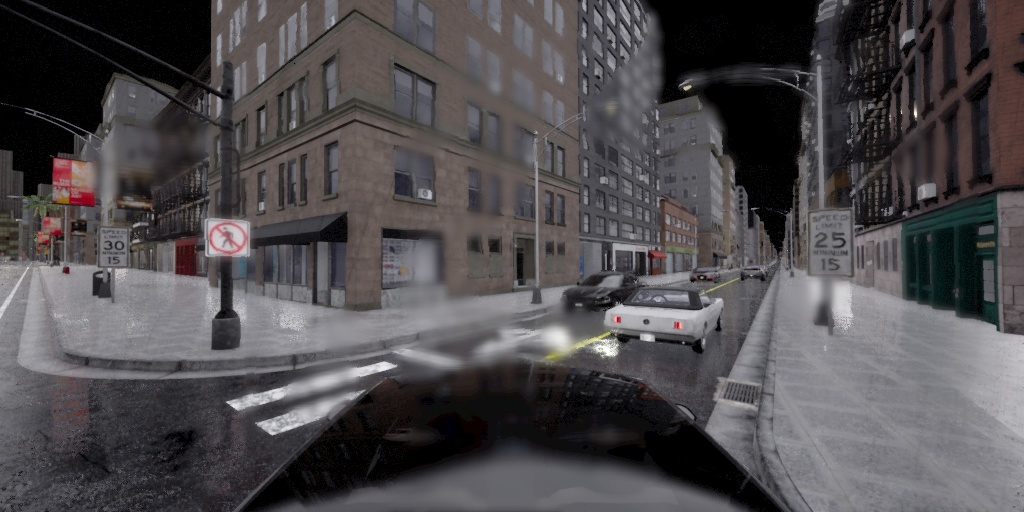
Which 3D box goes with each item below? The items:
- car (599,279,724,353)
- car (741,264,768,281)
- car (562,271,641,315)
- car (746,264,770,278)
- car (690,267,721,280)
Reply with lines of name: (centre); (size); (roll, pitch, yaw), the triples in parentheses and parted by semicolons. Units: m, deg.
car: (4.141, 1.424, 9.201); (1.895, 1.301, 4.718); (-1, -1, 37)
car: (23.557, 1.624, 34.965); (2.128, 1.511, 4.902); (-1, -1, 37)
car: (3.727, 1.376, 13.815); (1.882, 1.535, 5.008); (-1, -1, 37)
car: (29.546, 1.742, 43.009); (2.128, 1.511, 4.902); (-1, -1, 37)
car: (17.074, 1.671, 31.551); (1.994, 1.385, 4.181); (-1, -1, 37)
